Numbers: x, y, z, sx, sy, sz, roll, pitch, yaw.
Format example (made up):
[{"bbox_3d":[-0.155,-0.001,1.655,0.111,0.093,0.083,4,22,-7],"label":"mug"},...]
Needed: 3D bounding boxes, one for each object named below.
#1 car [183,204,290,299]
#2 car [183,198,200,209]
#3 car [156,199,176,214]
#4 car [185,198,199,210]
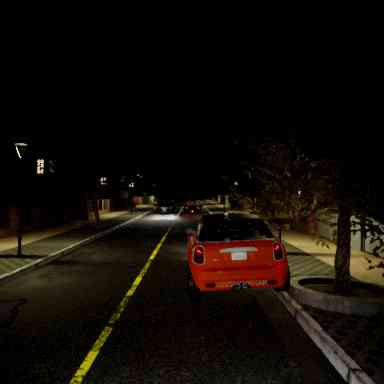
[{"bbox_3d":[0.919,1.312,8.631,2.097,1.767,4.553,-3,-1,0],"label":"car"},{"bbox_3d":[0.061,1.663,35.845,1.895,1.301,4.718,0,0,0],"label":"car"},{"bbox_3d":[-2.762,1.553,35.749,2.128,1.511,4.902,0,0,0],"label":"car"},{"bbox_3d":[0.039,1.615,45.547,1.812,1.442,4.674,0,0,1],"label":"car"}]
